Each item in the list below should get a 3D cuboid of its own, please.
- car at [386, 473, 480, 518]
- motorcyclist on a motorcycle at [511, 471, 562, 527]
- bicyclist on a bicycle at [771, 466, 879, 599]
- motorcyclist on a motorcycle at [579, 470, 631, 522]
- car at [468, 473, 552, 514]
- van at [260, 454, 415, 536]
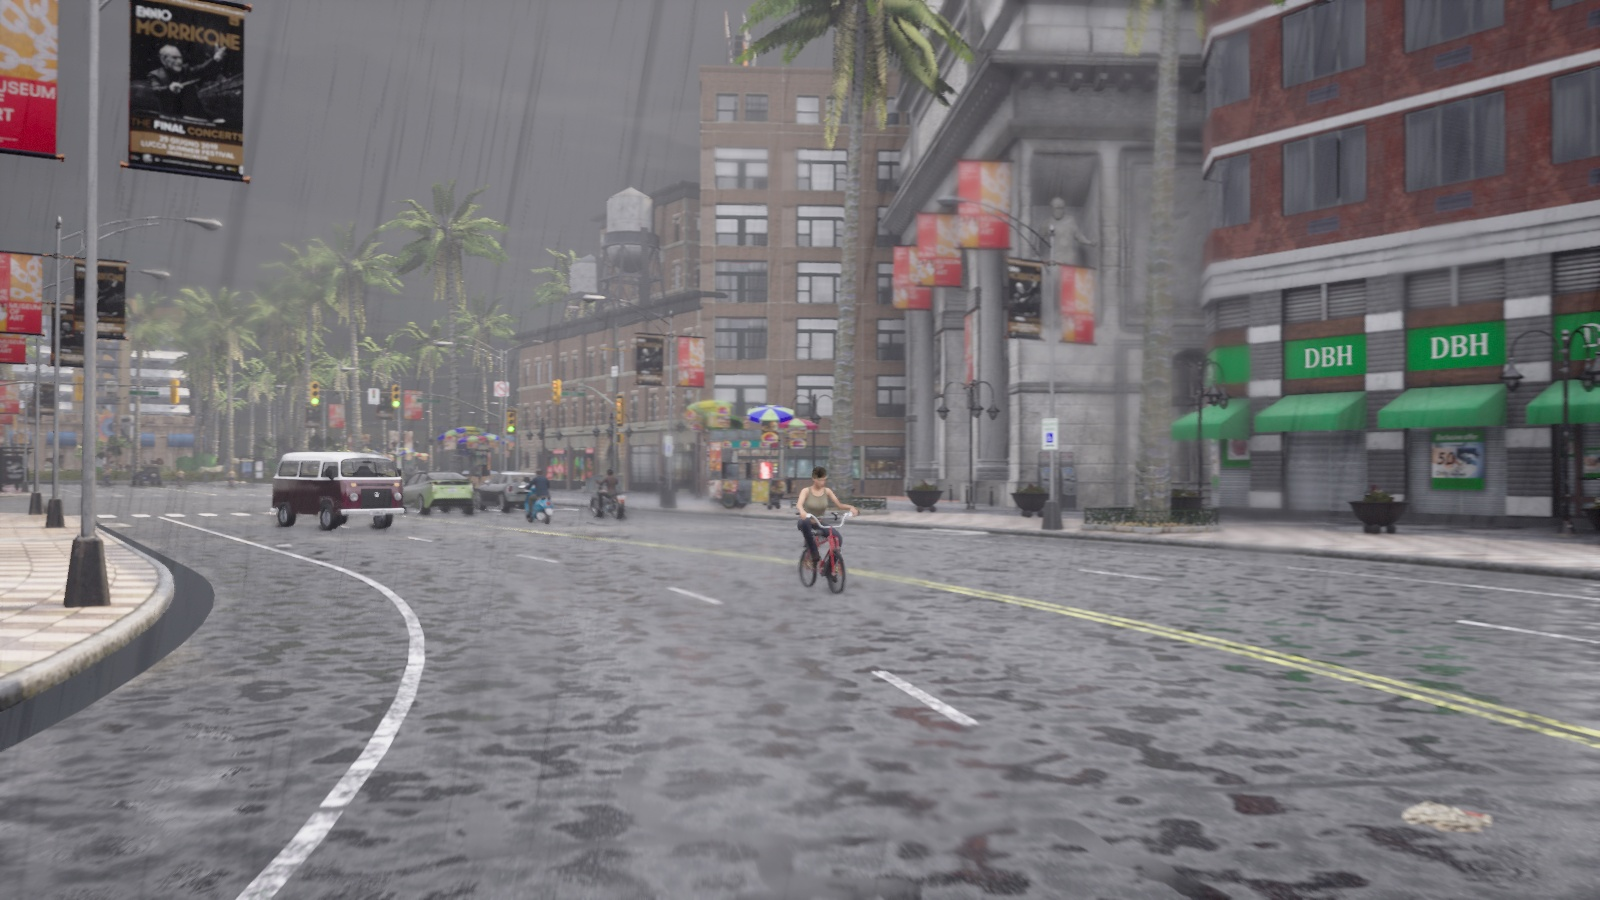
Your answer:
[{"bbox_3d":[-13.250,1.585,45.183,2.007,1.525,4.514,0,-1,-33],"label":"car"},{"bbox_3d":[-7.707,1.421,36.636,0.866,1.590,1.817,0,-1,-33],"label":"motorcyclist on a motorcycle"},{"bbox_3d":[0.300,1.022,16.241,0.866,1.612,1.509,0,-1,-22],"label":"bicyclist on a bicycle"},{"bbox_3d":[-6.382,1.485,41.026,0.766,1.649,2.350,0,-1,-33],"label":"motorcyclist on a motorcycle"},{"bbox_3d":[-11.230,1.649,48.499,1.970,1.475,3.806,0,-1,-33],"label":"car"},{"bbox_3d":[-12.409,1.163,33.556,4.480,2.038,2.069,-1,-1,43],"label":"van"}]
